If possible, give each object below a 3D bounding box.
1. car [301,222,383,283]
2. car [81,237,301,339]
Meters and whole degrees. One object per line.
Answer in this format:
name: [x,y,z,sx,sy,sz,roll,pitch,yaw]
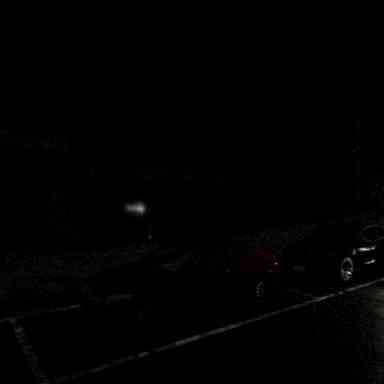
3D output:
car: [4.509,1.590,9.752,4.313,1.339,1.947,0,0,-36]
car: [0.012,1.592,6.542,4.206,1.307,1.802,0,0,-36]
